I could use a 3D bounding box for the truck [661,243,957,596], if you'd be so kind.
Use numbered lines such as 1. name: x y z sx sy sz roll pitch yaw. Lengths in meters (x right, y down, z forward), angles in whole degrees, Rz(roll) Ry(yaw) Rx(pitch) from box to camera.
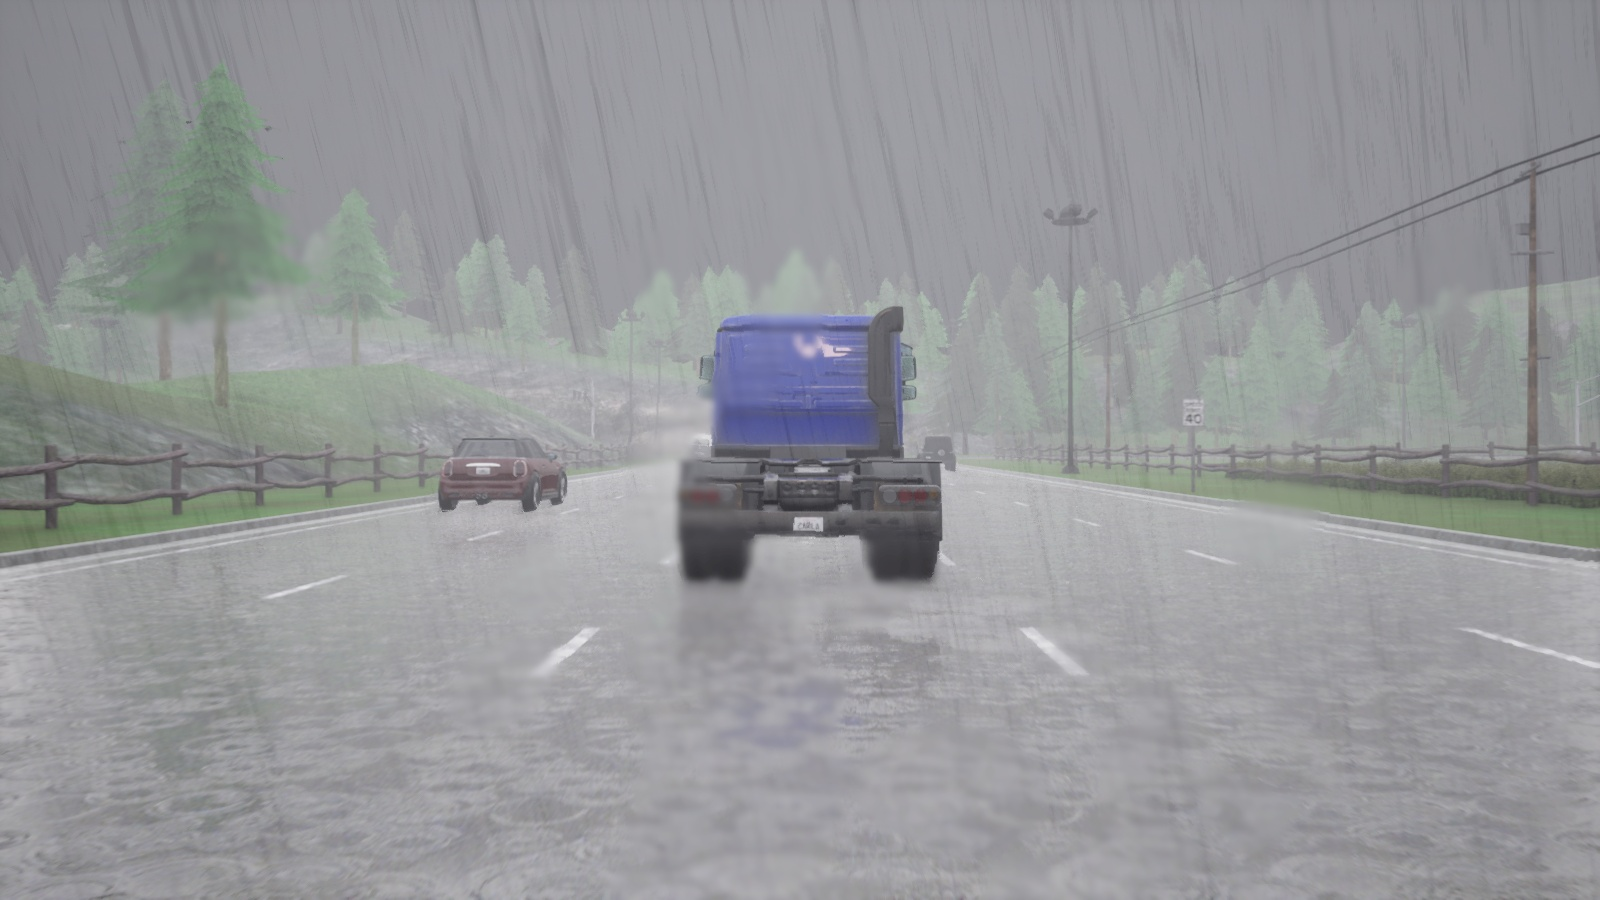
1. truck: 0.109 -0.321 16.269 2.891 3.462 7.936 0 0 0

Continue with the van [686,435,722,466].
1. van: -6.498 0.016 85.311 2.069 2.038 4.480 0 0 0

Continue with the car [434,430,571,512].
1. car: -6.818 0.446 29.286 2.097 1.767 4.553 0 0 0

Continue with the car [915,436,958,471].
1. car: 7.406 0.189 68.489 1.905 1.878 3.866 0 0 0
